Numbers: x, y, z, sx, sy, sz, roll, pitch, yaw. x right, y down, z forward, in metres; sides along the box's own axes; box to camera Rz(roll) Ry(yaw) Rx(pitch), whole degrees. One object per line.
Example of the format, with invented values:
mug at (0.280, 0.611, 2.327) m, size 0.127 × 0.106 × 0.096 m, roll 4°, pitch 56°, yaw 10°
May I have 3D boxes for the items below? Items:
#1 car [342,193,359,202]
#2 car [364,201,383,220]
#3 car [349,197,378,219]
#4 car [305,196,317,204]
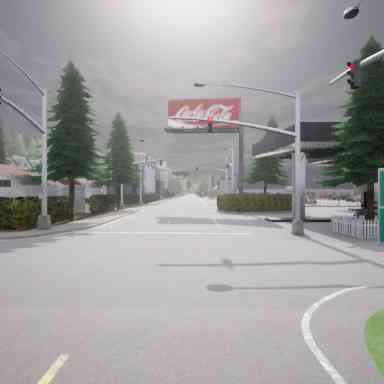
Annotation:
car at (34.936, 1.490, 71.765) m, size 2.007 × 1.523 × 4.514 m, roll 0°, pitch 0°, yaw 0°
car at (18.707, 1.672, 30.583) m, size 4.611 × 1.667 × 2.242 m, roll 0°, pitch 0°, yaw 0°
car at (14.378, 1.505, 24.915) m, size 3.866 × 1.878 × 1.905 m, roll 0°, pitch 0°, yaw 0°
car at (22.529, 1.553, 63.979) m, size 1.970 × 1.475 × 3.806 m, roll 0°, pitch 0°, yaw 0°
